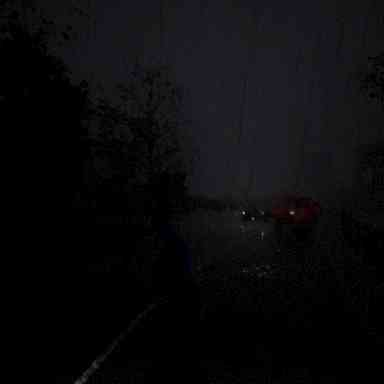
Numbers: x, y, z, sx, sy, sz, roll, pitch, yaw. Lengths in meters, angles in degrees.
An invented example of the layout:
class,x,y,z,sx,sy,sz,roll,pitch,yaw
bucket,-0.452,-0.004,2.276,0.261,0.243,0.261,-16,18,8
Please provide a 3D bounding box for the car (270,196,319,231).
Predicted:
class,x,y,z,sx,sy,sz,roll,pitch,yaw
car,6.833,1.289,21.539,2.150,2.045,5.566,1,0,24

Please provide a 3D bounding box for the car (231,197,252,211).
class,x,y,z,sx,sy,sz,roll,pitch,yaw
car,5.643,1.759,44.498,2.128,1.511,4.902,1,-1,-14

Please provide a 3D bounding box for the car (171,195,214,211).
class,x,y,z,sx,sy,sz,roll,pitch,yaw
car,-0.001,1.512,46.324,5.566,2.045,2.435,0,-1,-15

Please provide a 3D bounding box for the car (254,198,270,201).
class,x,y,z,sx,sy,sz,roll,pitch,yaw
car,9.767,1.796,41.504,1.994,1.385,4.181,0,-1,-12

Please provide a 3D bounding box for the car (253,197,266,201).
class,x,y,z,sx,sy,sz,roll,pitch,yaw
car,12.229,1.582,47.856,5.566,2.045,2.435,0,-1,-15

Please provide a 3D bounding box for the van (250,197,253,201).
class,x,y,z,sx,sy,sz,roll,pitch,yaw
van,10.566,1.742,53.820,4.442,1.987,1.878,0,-1,-15

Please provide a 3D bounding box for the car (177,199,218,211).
class,x,y,z,sx,sy,sz,roll,pitch,yaw
car,0.698,1.715,43.616,4.892,1.521,2.231,0,-1,-15

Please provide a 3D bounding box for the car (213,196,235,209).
class,x,y,z,sx,sy,sz,roll,pitch,yaw
car,5.523,1.833,58.391,2.150,2.045,5.566,0,-2,-15

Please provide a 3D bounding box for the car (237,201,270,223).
class,x,y,z,sx,sy,sz,roll,pitch,yaw
car,5.441,1.664,26.706,1.895,1.301,4.718,0,0,24

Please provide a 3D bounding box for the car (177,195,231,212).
class,x,y,z,sx,sy,sz,roll,pitch,yaw
car,1.410,1.420,41.048,5.566,2.045,2.435,0,-1,-15
